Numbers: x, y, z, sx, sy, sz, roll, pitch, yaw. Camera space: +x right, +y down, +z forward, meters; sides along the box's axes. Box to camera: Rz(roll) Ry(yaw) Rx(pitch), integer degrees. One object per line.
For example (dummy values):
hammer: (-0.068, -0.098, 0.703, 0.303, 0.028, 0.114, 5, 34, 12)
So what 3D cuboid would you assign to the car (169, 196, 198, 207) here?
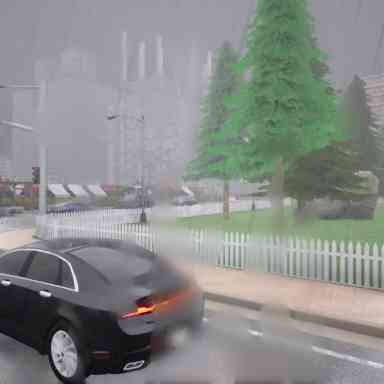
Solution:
car: (-1.080, 1.352, 48.688, 2.097, 1.767, 4.553, 0, 0, 34)

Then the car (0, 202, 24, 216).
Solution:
car: (-17.949, 1.601, 29.991, 1.895, 1.301, 4.718, 0, 0, 36)

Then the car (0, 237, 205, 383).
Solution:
car: (-2.100, 1.505, 5.425, 4.892, 1.490, 1.837, 0, 0, 36)

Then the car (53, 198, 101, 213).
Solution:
car: (-12.814, 1.478, 37.524, 1.882, 1.535, 5.008, 0, 0, 34)

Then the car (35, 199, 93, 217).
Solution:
car: (-12.255, 1.491, 32.077, 2.128, 1.511, 4.902, 0, 0, 34)

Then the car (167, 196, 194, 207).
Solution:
car: (-1.813, 1.505, 53.850, 1.837, 1.490, 4.892, 0, 0, 34)

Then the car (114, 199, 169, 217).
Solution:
car: (-4.556, 1.601, 30.628, 1.895, 1.301, 4.718, 0, 0, 34)

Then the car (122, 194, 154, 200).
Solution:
car: (-6.783, 1.221, 40.225, 2.150, 2.045, 5.566, 0, 0, 34)

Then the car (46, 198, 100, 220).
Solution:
car: (-10.091, 1.525, 28.668, 1.812, 1.442, 4.674, 0, 0, 34)

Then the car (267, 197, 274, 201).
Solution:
car: (15.008, 1.564, 59.779, 1.994, 1.385, 4.181, 0, 0, 34)

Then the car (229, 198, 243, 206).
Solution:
car: (6.707, 1.525, 53.676, 1.812, 1.442, 4.674, 0, 0, 34)
